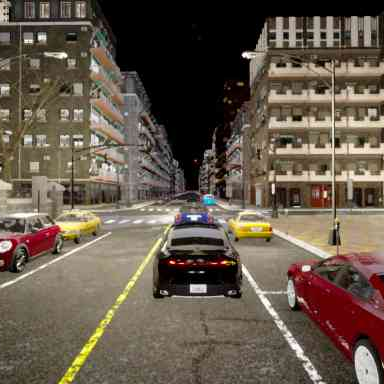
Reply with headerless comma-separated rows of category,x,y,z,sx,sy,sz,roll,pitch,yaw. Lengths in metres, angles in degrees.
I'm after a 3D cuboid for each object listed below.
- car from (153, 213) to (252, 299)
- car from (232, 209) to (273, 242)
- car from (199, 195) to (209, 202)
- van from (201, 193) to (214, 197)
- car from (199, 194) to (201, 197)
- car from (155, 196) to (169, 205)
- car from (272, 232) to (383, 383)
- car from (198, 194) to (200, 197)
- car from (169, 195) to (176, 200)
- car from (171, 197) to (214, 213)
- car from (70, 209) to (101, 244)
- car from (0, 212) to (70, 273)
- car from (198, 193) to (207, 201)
car,0.109,1.506,8.458,1.837,1.490,4.892,0,0,0
car,2.712,1.527,16.239,1.752,1.417,4.829,1,0,0
car,2.759,1.503,76.746,2.008,1.369,4.403,1,0,0
van,2.744,1.321,54.061,1.690,1.788,3.998,1,0,0
car,2.745,1.519,59.734,1.887,1.381,4.507,1,0,0
car,-5.635,1.556,59.796,1.802,1.307,4.206,1,0,0
car,2.703,1.546,4.835,1.887,1.381,4.507,1,0,0
car,2.749,1.534,65.404,1.947,1.339,4.313,1,0,0
car,-5.613,1.516,88.152,1.802,1.307,4.206,1,0,0
car,0.134,1.354,18.718,2.097,1.767,4.553,0,0,1
car,-5.669,1.527,15.923,1.752,1.417,4.829,1,0,0
car,-5.672,1.442,10.478,1.967,1.590,4.097,1,0,0
car,2.770,1.249,88.088,2.192,1.841,5.009,1,0,0
